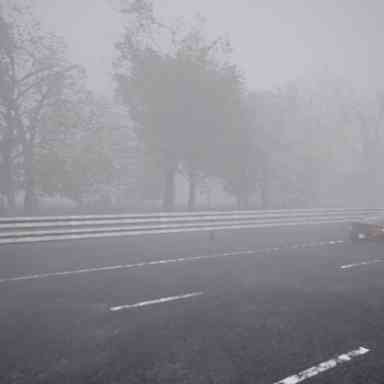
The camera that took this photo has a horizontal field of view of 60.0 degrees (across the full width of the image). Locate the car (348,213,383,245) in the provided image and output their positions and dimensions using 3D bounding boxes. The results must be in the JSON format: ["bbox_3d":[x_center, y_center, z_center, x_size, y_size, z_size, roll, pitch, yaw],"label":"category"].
[{"bbox_3d":[9.016,1.669,15.045,4.674,1.442,1.812,1,0,-31],"label":"car"}]
